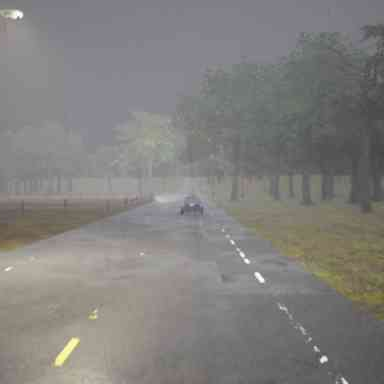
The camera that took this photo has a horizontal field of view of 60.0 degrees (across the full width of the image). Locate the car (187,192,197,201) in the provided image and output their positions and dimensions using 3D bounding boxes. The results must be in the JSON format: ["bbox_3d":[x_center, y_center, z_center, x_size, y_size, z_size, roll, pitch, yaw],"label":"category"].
[{"bbox_3d":[0.006,0.837,64.518,1.801,1.575,5.366,0,2,0],"label":"car"}]

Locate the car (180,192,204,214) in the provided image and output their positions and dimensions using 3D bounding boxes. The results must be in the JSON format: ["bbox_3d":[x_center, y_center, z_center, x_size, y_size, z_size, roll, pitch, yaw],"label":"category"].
[{"bbox_3d":[0.009,1.157,31.560,2.097,1.767,4.553,0,1,0],"label":"car"}]
